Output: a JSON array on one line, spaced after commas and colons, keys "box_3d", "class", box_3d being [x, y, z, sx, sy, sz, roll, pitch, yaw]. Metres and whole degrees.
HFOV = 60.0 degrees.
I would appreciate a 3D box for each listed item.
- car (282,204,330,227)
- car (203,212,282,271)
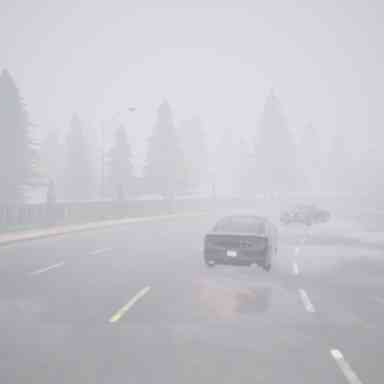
[{"box_3d": [7.808, 1.522, 22.842, 2.033, 1.411, 5.357, 0, 0, 39], "class": "car"}, {"box_3d": [1.796, 1.463, 11.097, 1.882, 1.535, 5.008, 0, 0, 18], "class": "car"}]
